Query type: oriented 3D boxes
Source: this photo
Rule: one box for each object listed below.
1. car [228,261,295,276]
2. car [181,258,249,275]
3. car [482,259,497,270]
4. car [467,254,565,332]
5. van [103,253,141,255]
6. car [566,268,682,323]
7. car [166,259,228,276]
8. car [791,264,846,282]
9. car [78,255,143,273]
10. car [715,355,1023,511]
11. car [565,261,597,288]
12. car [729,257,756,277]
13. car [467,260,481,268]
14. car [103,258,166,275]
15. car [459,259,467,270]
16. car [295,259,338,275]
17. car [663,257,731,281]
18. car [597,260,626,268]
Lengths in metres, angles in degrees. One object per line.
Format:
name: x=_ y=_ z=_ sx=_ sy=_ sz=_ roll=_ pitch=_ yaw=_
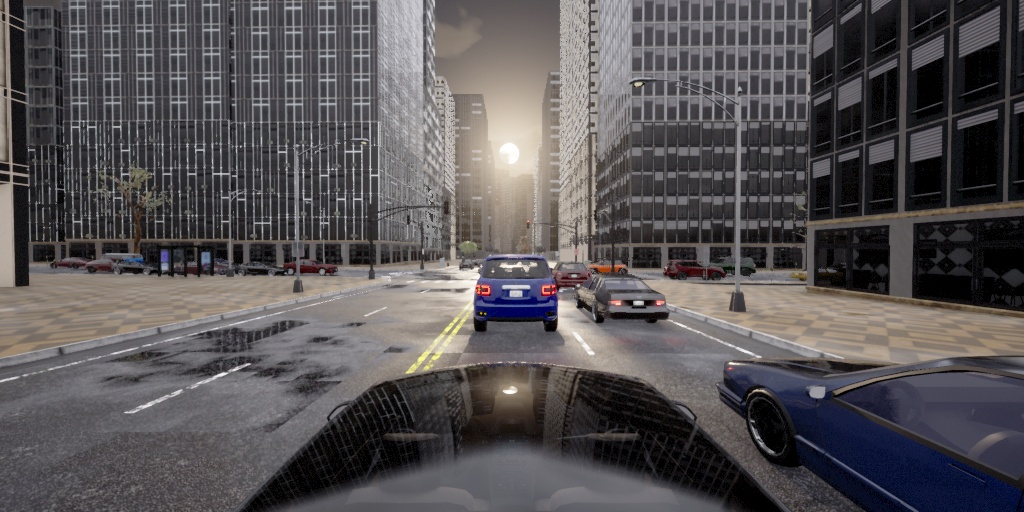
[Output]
car: x=-22.732 y=1.173 z=32.604 sx=4.313 sy=1.339 sz=1.948 roll=0 pitch=0 yaw=1
car: x=-29.269 y=0.995 z=35.446 sx=4.902 sy=1.511 sz=2.128 roll=1 pitch=1 yaw=1
car: x=-3.336 y=1.191 z=53.372 sx=1.882 sy=1.535 sz=5.008 roll=0 pitch=0 yaw=0
car: x=0.097 y=0.967 z=11.014 sx=2.150 sy=2.045 sz=5.566 roll=0 pitch=0 yaw=0
van: x=-45.288 y=0.604 z=41.571 sx=3.998 sy=1.789 sz=1.690 roll=0 pitch=0 yaw=1
car: x=3.350 y=1.293 z=12.017 sx=2.033 sy=1.411 sz=5.357 roll=0 pitch=0 yaw=0
car: x=-28.416 y=1.137 z=32.737 sx=4.207 sy=1.307 sz=1.802 roll=0 pitch=0 yaw=1
car: x=27.641 y=1.578 z=31.878 sx=4.829 sy=1.417 sz=1.751 roll=0 pitch=0 yaw=1
car: x=-39.541 y=0.936 z=35.659 sx=4.674 sy=1.442 sz=1.812 roll=1 pitch=1 yaw=1
car: x=3.350 y=1.297 z=1.837 sx=2.033 sy=1.411 sz=5.357 roll=0 pitch=0 yaw=1
car: x=3.349 y=1.092 z=21.424 sx=2.097 sy=1.767 sz=4.553 roll=0 pitch=0 yaw=0
car: x=22.490 y=1.140 z=37.742 sx=5.566 sy=2.045 sz=2.150 roll=1 pitch=1 yaw=1
car: x=-6.571 y=1.304 z=62.784 sx=1.895 sy=1.301 sz=4.718 roll=0 pitch=0 yaw=0
car: x=-34.097 y=1.068 z=32.911 sx=4.313 sy=1.339 sz=1.948 roll=0 pitch=0 yaw=1
car: x=-6.602 y=1.220 z=52.481 sx=1.837 sy=1.490 sz=4.892 roll=0 pitch=0 yaw=-1
car: x=-19.766 y=1.068 z=35.252 sx=5.008 sy=1.535 sz=1.882 roll=1 pitch=1 yaw=0
car: x=16.193 y=1.268 z=32.075 sx=5.009 sy=1.841 sz=2.192 roll=0 pitch=0 yaw=1
car: x=9.689 y=1.158 z=37.748 sx=4.553 sy=1.767 sz=2.097 roll=0 pitch=1 yaw=-2
